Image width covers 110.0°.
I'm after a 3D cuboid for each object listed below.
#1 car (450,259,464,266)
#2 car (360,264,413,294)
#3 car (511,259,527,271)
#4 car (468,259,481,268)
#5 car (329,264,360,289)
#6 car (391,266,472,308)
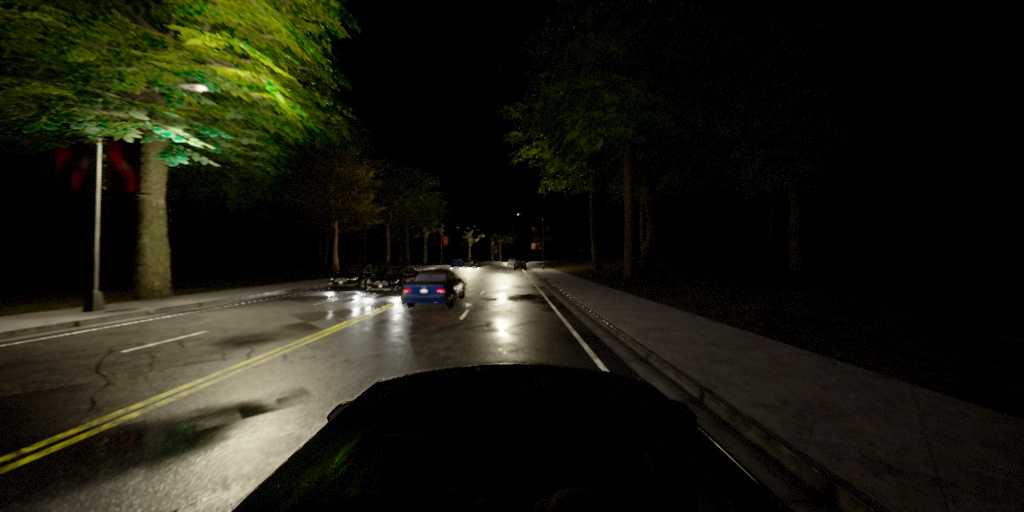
[{"bbox_3d":[-9.785,1.291,64.268,1.882,1.535,5.008,0,0,1],"label":"car"},{"bbox_3d":[-6.601,1.268,20.425,1.837,1.490,4.892,0,0,0],"label":"car"},{"bbox_3d":[1.129,1.319,50.742,1.812,1.442,4.674,0,0,0],"label":"car"},{"bbox_3d":[-6.533,1.321,62.576,1.837,1.490,4.892,0,0,0],"label":"car"},{"bbox_3d":[-9.850,1.270,23.050,1.837,1.490,4.892,0,0,0],"label":"car"},{"bbox_3d":[-3.152,1.307,15.331,2.033,1.411,5.357,0,0,0],"label":"car"}]
